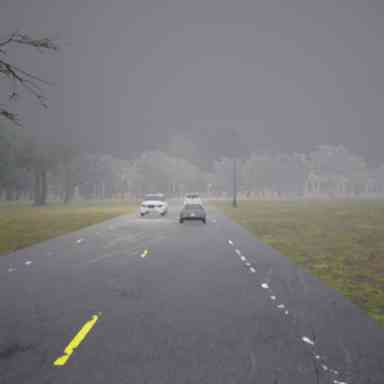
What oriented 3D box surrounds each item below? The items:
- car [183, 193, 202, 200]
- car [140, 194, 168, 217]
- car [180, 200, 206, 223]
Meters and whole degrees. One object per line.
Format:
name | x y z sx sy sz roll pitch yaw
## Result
car | 0.092 1.160 42.803 2.150 2.045 5.566 0 1 0
car | -3.530 1.214 31.732 2.150 2.045 5.566 0 0 0
car | 0.070 1.582 25.818 1.994 1.385 4.181 0 0 0
